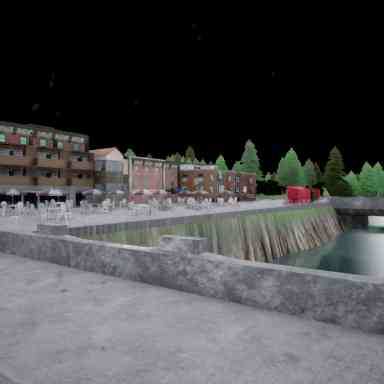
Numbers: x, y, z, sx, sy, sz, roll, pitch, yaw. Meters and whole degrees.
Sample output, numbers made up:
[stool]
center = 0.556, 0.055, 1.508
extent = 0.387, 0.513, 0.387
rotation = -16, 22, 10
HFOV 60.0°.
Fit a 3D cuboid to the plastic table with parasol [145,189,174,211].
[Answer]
[plastic table with parasol]
center = -3.903, 0.925, 39.824
extent = 2.482, 2.480, 2.482
rotation = 0, 0, 36
